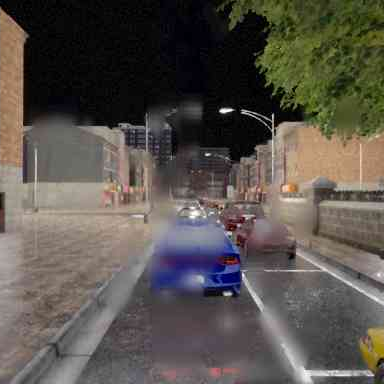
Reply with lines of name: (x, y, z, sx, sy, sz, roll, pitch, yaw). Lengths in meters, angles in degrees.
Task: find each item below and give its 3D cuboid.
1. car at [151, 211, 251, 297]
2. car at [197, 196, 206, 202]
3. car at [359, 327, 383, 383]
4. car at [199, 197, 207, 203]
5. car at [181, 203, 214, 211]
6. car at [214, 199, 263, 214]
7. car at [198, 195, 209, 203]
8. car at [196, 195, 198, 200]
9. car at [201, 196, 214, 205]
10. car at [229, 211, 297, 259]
car: (0.084, 1.481, 8.639, 1.882, 1.535, 5.008, 0, 0, 0)
car: (2.495, 1.764, 87.765, 2.008, 1.369, 4.403, 0, 0, 0)
car: (2.644, 1.526, 1.658, 1.752, 1.417, 4.829, 1, 0, 0)
car: (2.514, 1.749, 76.890, 1.802, 1.307, 4.206, 0, 0, 0)
car: (0.069, 1.560, 18.578, 2.033, 1.411, 5.357, 0, 0, 0)
car: (2.618, 1.327, 17.837, 2.192, 1.841, 5.009, 1, 0, 0)
car: (2.542, 1.652, 60.578, 1.887, 1.381, 4.507, 1, 0, 0)
car: (2.535, 1.441, 66.017, 2.192, 1.841, 5.009, 1, 0, 0)
car: (2.570, 1.605, 44.267, 1.887, 1.381, 4.507, 1, 0, 0)
car: (2.625, 1.588, 12.387, 1.802, 1.307, 4.206, 1, 0, 0)
